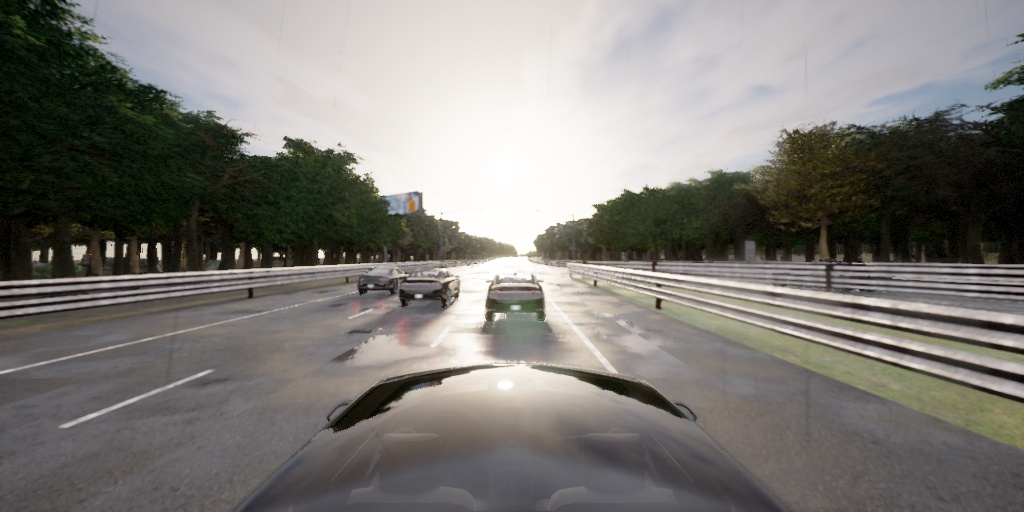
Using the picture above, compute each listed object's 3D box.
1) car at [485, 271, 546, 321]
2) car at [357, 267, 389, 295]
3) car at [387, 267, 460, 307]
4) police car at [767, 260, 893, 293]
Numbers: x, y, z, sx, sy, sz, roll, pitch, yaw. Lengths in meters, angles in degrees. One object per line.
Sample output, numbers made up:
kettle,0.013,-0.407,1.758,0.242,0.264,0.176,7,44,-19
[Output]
car,0.102,1.253,12.571,2.128,1.511,4.902,0,0,0
car,-6.896,1.302,19.799,1.812,1.442,4.674,0,0,0
car,-3.397,1.258,15.497,2.128,1.511,4.902,0,0,0
police car,15.832,1.002,18.410,2.038,1.542,4.974,0,0,-16
